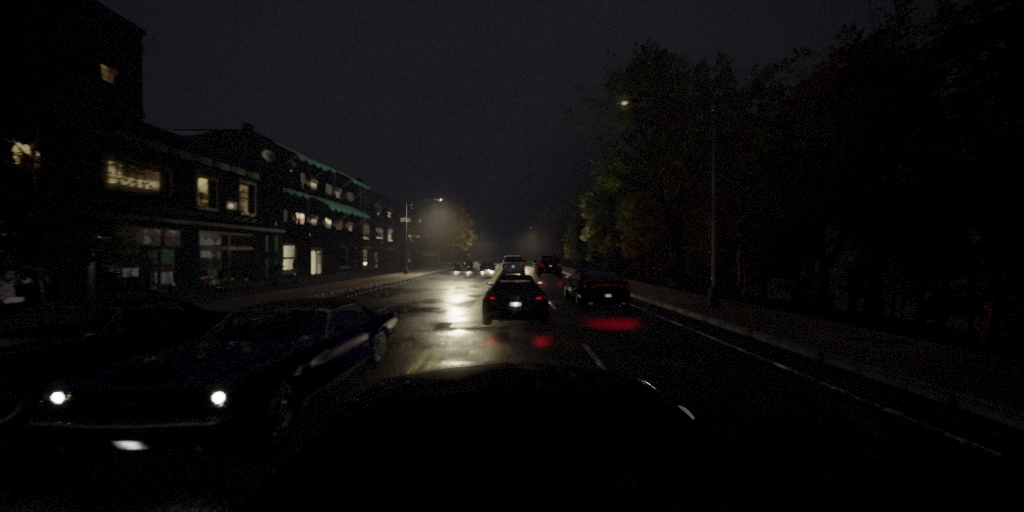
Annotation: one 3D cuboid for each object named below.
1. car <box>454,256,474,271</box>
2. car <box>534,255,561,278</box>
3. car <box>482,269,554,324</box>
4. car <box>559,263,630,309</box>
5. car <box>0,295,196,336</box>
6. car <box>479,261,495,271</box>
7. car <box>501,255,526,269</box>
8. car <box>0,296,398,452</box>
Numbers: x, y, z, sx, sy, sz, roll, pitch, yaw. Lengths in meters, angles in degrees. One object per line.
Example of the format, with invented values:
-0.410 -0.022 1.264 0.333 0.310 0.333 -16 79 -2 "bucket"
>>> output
-6.564 0.965 49.387 2.150 2.045 5.566 0 0 0 "car"
3.356 0.965 33.811 2.150 2.045 5.566 0 0 0 "car"
0.101 1.312 11.979 1.994 1.385 4.181 0 0 0 "car"
3.352 1.225 14.949 1.882 1.535 5.008 0 0 0 "car"
-6.600 1.350 5.545 1.895 1.301 4.718 0 0 0 "car"
-3.316 1.305 49.004 1.994 1.385 4.181 0 0 0 "car"
0.107 0.965 33.803 2.150 2.045 5.566 0 0 0 "car"
-3.351 1.350 5.352 1.895 1.301 4.718 0 0 0 "car"
